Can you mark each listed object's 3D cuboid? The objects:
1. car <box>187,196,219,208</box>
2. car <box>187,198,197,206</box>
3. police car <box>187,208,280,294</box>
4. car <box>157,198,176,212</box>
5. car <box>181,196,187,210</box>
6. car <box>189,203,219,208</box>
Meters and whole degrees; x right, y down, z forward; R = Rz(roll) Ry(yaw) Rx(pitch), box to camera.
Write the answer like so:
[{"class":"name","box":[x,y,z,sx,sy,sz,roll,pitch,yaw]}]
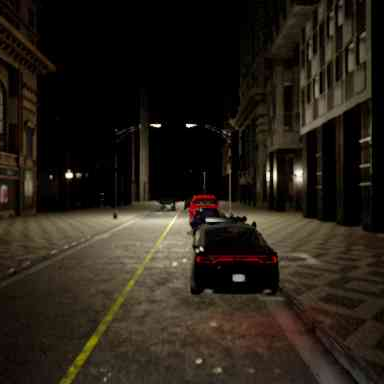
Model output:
[{"class":"car","box":[0.885,1.306,24.887,2.150,2.045,5.566,0,0,0]},{"class":"car","box":[-0.040,1.857,62.432,1.895,1.301,4.718,0,0,0]},{"class":"police car","box":[0.895,1.451,8.965,1.930,1.638,5.238,0,0,0]},{"class":"car","box":[-3.120,1.502,41.217,2.097,1.767,4.553,0,0,0]},{"class":"car","box":[-0.003,1.525,46.231,2.097,1.767,4.553,0,0,0]},{"class":"car","box":[0.889,1.584,18.856,1.812,1.442,4.674,0,0,0]}]
